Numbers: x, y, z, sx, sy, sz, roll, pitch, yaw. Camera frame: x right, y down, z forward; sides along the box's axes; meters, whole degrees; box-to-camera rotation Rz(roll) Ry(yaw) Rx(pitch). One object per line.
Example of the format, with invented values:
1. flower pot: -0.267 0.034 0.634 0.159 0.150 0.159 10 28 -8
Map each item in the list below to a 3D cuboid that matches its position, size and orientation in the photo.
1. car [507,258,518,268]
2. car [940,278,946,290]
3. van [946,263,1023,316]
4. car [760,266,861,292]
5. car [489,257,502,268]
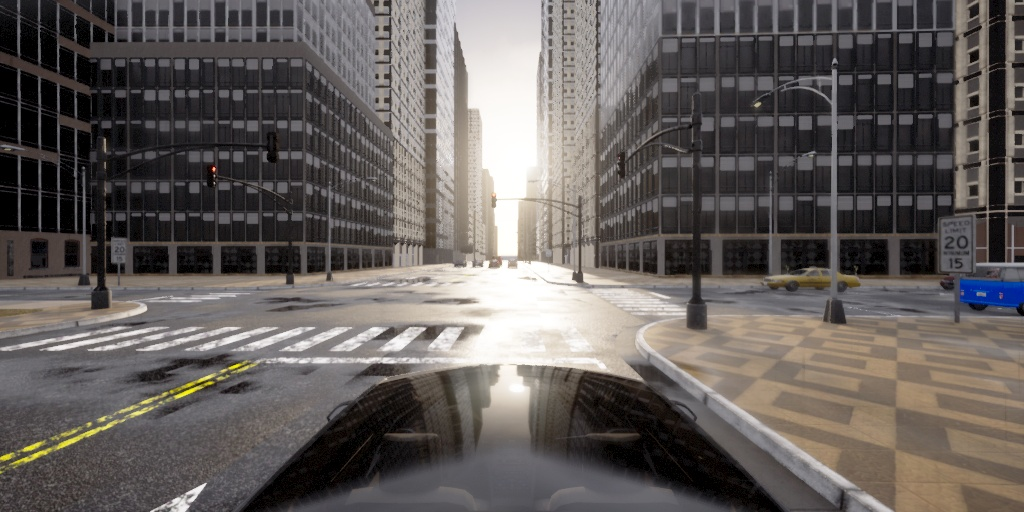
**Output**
1. car: 0.127 1.404 63.352 2.033 1.411 5.357 0 0 0
2. car: 26.958 1.355 20.228 4.207 1.307 1.802 0 0 2
3. van: 18.379 1.118 12.558 3.998 1.789 1.690 0 0 2
4. car: 17.125 1.292 20.733 4.829 1.417 1.751 0 0 2
5. car: -3.123 1.382 63.359 1.812 1.442 4.674 0 0 0
